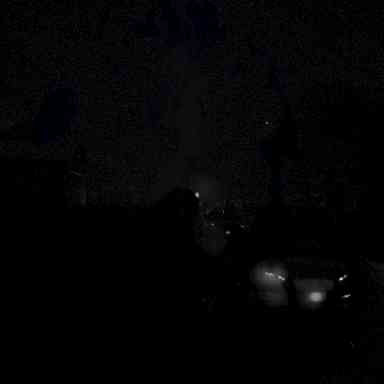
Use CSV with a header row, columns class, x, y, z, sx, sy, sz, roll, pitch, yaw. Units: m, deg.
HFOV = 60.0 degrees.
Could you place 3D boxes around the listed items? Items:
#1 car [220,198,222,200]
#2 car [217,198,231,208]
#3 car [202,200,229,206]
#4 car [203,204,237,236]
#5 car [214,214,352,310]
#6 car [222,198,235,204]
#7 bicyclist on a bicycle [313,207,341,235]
class,x,y,z,sx,sy,sz,roll,pitch,yaw
car,2.363,1.804,42.879,2.128,1.511,4.902,1,-1,2
car,5.555,1.883,58.065,2.097,1.767,4.553,1,-1,1
car,2.088,1.734,30.971,1.812,1.442,4.674,1,-1,1
car,1.867,1.669,19.595,2.033,1.411,5.357,1,0,1
car,1.997,1.546,8.162,2.128,1.511,4.902,1,0,-3
car,5.355,1.985,48.179,1.994,1.385,4.181,1,-1,2
bicyclist on a bicycle,7.849,1.704,19.322,1.656,1.620,0.582,1,-1,1
